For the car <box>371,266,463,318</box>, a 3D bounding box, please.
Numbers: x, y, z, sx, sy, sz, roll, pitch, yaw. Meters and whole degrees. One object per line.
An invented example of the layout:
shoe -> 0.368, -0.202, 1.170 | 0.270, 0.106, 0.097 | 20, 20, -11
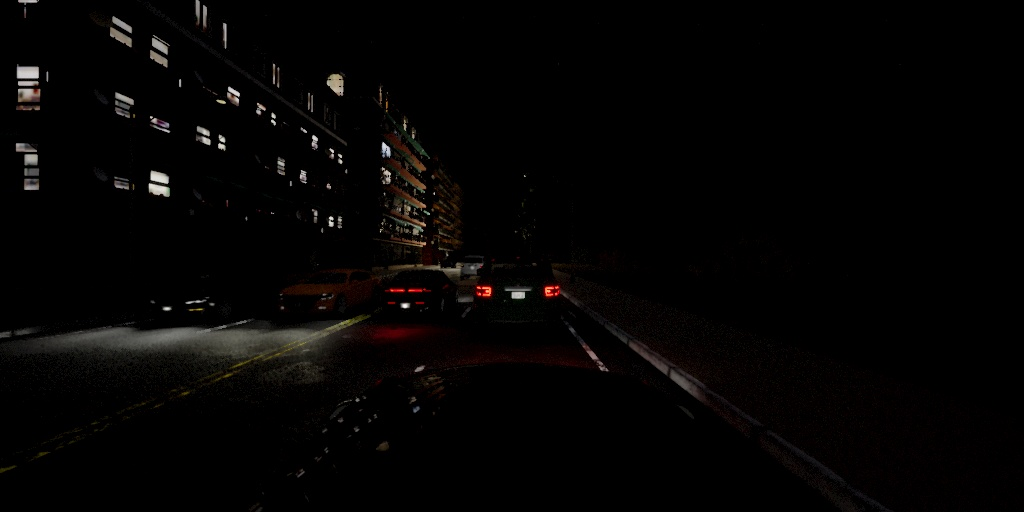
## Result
car -> -3.152, 1.253, 13.018 | 1.837, 1.490, 4.892 | 0, -1, 0

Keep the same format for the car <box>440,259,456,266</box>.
car -> -9.838, 1.258, 55.249 | 1.837, 1.490, 4.892 | 0, 0, 0

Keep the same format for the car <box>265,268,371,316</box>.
car -> -6.601, 1.229, 13.558 | 1.882, 1.535, 5.008 | 0, 0, 0

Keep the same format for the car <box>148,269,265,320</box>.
car -> -9.853, 1.257, 12.664 | 1.837, 1.490, 4.892 | 0, 0, 0

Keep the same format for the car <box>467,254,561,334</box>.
car -> 0.102, 0.973, 10.721 | 2.150, 2.045, 5.566 | 0, 0, -1

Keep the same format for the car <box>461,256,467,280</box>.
car -> -3.149, 0.979, 31.372 | 2.150, 2.045, 5.566 | 0, 0, 0
